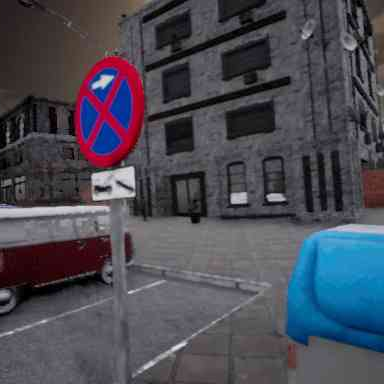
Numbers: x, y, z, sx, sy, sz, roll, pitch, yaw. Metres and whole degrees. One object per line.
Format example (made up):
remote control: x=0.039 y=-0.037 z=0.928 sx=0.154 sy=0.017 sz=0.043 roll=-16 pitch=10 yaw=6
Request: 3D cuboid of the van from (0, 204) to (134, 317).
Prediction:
van: x=-3.309 y=1.339 z=7.819 sx=1.878 sy=1.987 sz=4.442 roll=-1 pitch=0 yaw=35
